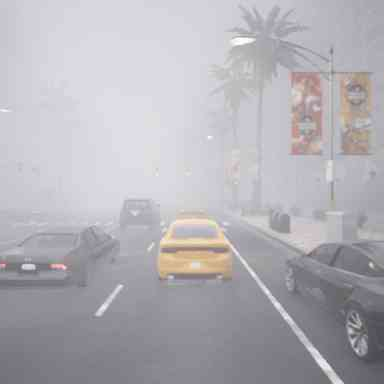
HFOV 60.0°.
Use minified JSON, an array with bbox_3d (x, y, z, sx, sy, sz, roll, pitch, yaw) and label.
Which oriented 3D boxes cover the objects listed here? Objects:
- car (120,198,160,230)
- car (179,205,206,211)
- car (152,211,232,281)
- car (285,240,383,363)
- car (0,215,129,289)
[{"bbox_3d":[-3.440,1.421,22.693,2.150,2.045,5.566,0,0,0],"label":"car"},{"bbox_3d":[0.054,1.696,25.170,1.882,1.535,5.008,0,0,0],"label":"car"},{"bbox_3d":[0.071,1.566,10.180,1.882,1.535,5.008,0,0,0],"label":"car"},{"bbox_3d":[3.181,1.566,5.968,2.161,1.482,4.786,0,0,-1],"label":"car"},{"bbox_3d":[-3.412,1.631,9.443,2.033,1.411,5.357,0,0,0],"label":"car"}]
